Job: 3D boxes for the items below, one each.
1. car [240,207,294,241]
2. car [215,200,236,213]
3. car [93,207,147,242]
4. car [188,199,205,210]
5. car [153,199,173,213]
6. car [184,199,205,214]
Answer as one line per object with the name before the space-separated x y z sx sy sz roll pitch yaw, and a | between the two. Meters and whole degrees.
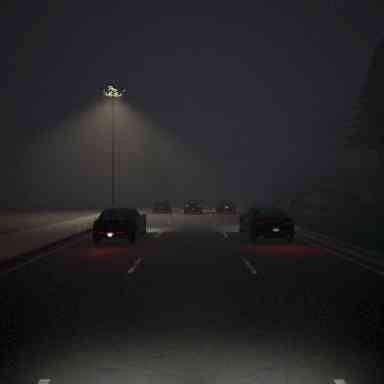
car | 3.600 1.477 16.710 1.882 1.535 5.008 0 0 0
car | 3.664 1.564 36.738 1.994 1.385 4.181 0 0 1
car | -3.400 1.505 16.230 1.837 1.490 4.892 0 0 0
car | 0.633 1.601 44.518 1.895 1.301 4.718 0 0 6
car | -3.294 1.491 37.845 2.128 1.511 4.902 0 0 2
car | 0.139 1.526 35.366 1.812 1.442 4.674 0 0 1
